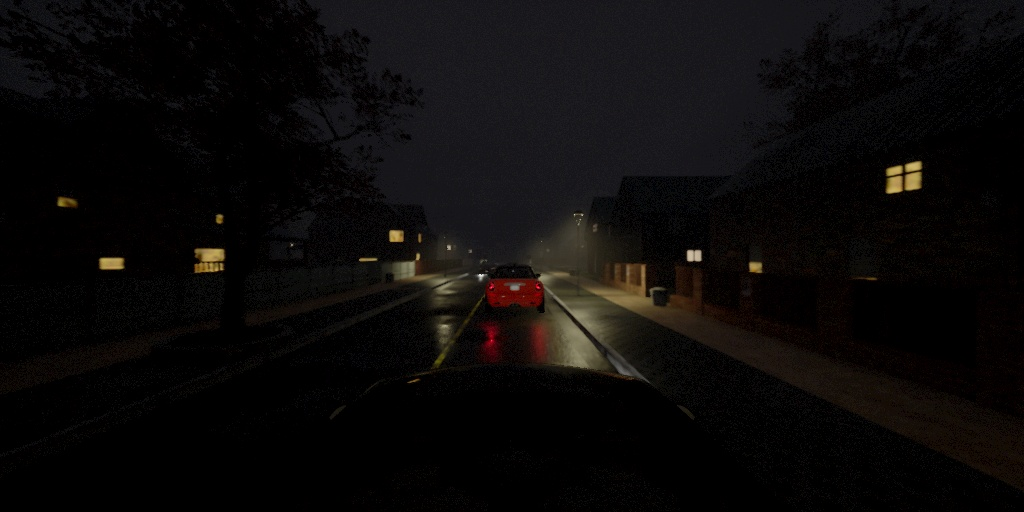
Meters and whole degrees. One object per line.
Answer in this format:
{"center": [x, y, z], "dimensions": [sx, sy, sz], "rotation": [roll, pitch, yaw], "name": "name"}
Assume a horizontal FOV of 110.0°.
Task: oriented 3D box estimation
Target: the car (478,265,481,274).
{"center": [-2.757, 1.296, 41.166], "dimensions": [2.033, 1.411, 5.357], "rotation": [0, 0, 0], "name": "car"}

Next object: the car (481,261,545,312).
{"center": [0.097, 1.081, 14.186], "dimensions": [2.097, 1.767, 4.553], "rotation": [0, 0, 0], "name": "car"}
